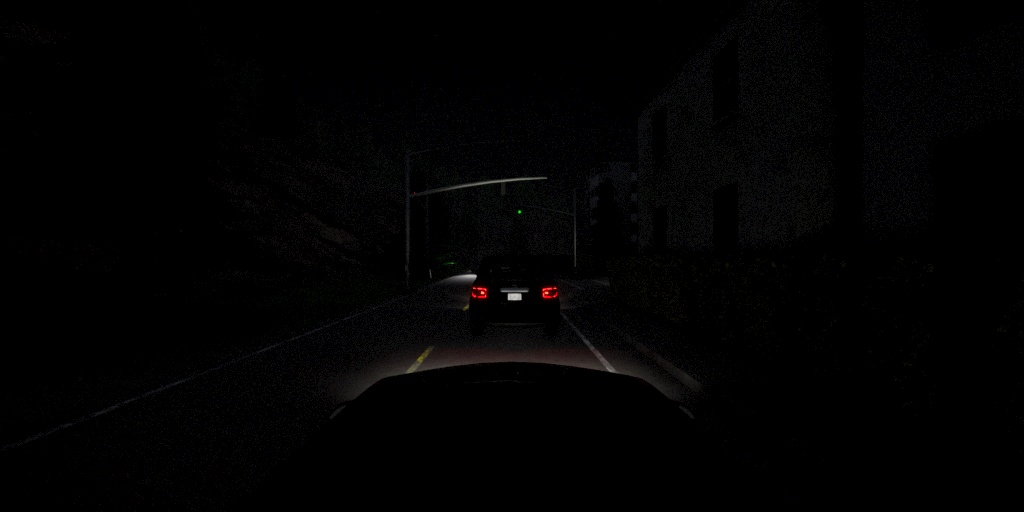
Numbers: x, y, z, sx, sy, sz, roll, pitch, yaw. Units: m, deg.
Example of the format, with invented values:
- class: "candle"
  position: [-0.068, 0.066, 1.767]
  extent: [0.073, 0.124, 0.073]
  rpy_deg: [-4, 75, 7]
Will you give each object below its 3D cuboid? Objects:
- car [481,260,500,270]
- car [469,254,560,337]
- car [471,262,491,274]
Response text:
- class: "car"
  position: [-3.062, 1.276, 52.121]
  extent: [1.812, 1.442, 4.674]
  rpy_deg: [0, 0, 8]
- class: "car"
  position: [0.065, 0.972, 10.418]
  extent: [2.150, 2.045, 5.566]
  rpy_deg: [0, 0, 0]
- class: "car"
  position: [-3.590, 1.351, 42.081]
  extent: [1.895, 1.301, 4.718]
  rpy_deg: [0, 0, 1]
